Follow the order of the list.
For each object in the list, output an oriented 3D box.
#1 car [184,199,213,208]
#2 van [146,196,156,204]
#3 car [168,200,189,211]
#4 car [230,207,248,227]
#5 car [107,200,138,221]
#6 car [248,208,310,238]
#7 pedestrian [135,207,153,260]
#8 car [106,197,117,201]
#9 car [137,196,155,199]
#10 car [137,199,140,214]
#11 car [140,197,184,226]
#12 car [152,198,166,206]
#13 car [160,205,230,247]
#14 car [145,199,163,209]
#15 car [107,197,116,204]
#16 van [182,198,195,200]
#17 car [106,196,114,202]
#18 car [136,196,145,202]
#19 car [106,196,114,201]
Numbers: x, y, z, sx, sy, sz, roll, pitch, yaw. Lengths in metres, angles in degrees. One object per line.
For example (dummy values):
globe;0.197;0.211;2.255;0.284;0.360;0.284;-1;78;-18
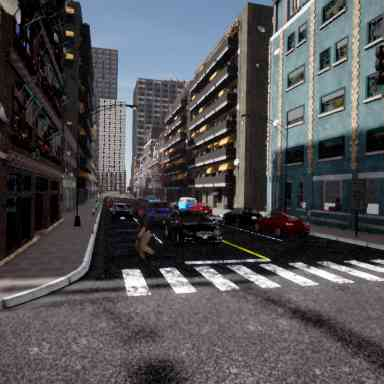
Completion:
car;0.852;1.782;35.010;1.887;1.381;4.507;1;0;-15
van;-8.949;1.687;72.412;1.690;1.788;3.998;1;0;-15
car;-1.949;1.832;45.696;1.947;1.339;4.313;1;0;-15
car;3.653;1.774;24.324;1.947;1.339;4.313;1;0;-15
car;-5.857;1.631;27.555;1.947;1.339;4.313;1;0;-15
car;5.053;1.777;18.981;1.802;1.307;4.206;1;0;-15
pedestrian;-1.576;1.315;10.957;0.375;1.860;0.375;1;0;-15
car;-10.057;1.653;43.584;1.887;1.381;4.507;1;0;-15
car;-8.475;1.826;60.415;1.994;1.385;4.181;1;0;-15
car;-4.881;1.694;34.091;1.994;1.385;4.181;1;0;-15
car;-2.349;1.456;24.441;2.097;1.767;4.553;1;0;-15
car;-6.193;1.839;61.889;1.752;1.417;4.829;1;0;-15
car;-0.070;1.586;15.705;1.837;1.490;4.892;1;0;-14
car;-5.788;1.833;50.153;1.895;1.301;4.718;1;0;-15
car;-17.016;1.713;70.135;1.752;1.417;4.829;1;0;-15
van;-0.546;1.593;40.354;1.690;1.788;3.998;1;0;-15
car;-21.260;1.805;86.327;1.947;1.339;4.313;1;0;-15
car;-14.552;1.965;93.781;2.008;1.369;4.403;1;0;-15
car;-22.661;1.801;91.671;1.887;1.381;4.507;1;0;-15
